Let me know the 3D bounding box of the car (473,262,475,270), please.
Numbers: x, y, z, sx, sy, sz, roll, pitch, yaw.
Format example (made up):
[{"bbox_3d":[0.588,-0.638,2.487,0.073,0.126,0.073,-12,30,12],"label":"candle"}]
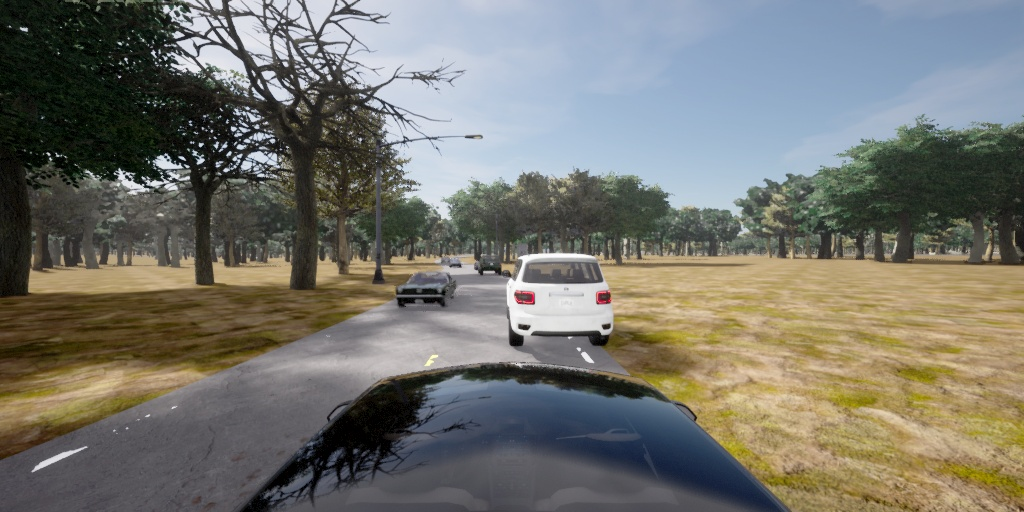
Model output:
[{"bbox_3d":[-4.035,1.194,48.061,1.994,1.385,4.181,0,0,-10],"label":"car"}]

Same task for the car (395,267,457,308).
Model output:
[{"bbox_3d":[-3.474,1.340,15.223,1.895,1.301,4.718,0,0,-3],"label":"car"}]

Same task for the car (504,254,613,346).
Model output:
[{"bbox_3d":[0.959,0.968,9.513,2.150,2.045,5.566,0,0,-2],"label":"car"}]

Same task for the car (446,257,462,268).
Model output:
[{"bbox_3d":[-8.959,1.134,56.666,2.033,1.411,5.357,0,0,-12],"label":"car"}]

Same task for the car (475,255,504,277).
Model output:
[{"bbox_3d":[-2.392,0.900,37.752,2.150,2.045,5.566,0,0,-9],"label":"car"}]
